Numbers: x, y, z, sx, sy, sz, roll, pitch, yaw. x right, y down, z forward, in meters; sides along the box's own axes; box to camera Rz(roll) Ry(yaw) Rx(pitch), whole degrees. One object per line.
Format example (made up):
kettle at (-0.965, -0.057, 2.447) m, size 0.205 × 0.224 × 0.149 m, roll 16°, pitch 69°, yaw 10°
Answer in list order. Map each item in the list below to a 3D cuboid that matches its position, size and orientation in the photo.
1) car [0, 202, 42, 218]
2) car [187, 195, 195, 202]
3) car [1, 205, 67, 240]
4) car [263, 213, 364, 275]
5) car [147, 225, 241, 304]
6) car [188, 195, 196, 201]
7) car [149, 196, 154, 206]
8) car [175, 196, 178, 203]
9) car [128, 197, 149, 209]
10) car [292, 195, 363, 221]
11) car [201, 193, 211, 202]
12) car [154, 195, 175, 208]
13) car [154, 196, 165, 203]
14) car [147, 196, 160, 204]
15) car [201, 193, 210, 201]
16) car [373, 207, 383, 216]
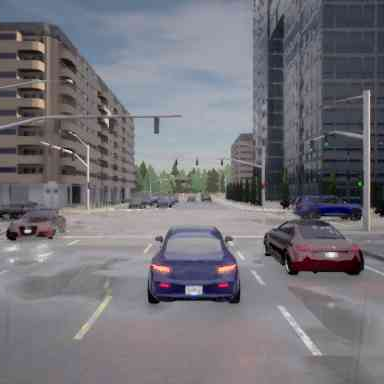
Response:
car at (-13.116, 1.575, 27.004) m, size 4.892 × 1.490 × 1.837 m, roll 0°, pitch 0°, yaw 0°
car at (-0.156, 1.599, 77.403) m, size 2.033 × 1.411 × 5.357 m, roll 0°, pitch 0°, yaw 1°
car at (-7.673, 1.576, 16.883) m, size 1.994 × 1.385 × 4.181 m, roll 0°, pitch 0°, yaw -10°
car at (3.555, 1.572, 10.468) m, size 1.994 × 1.385 × 4.181 m, roll 0°, pitch 0°, yaw 0°
car at (0.046, 1.532, 8.045) m, size 1.812 × 1.442 × 4.674 m, roll 0°, pitch 0°, yaw 0°
car at (-0.047, 1.592, 87.747) m, size 2.128 × 1.511 × 4.902 m, roll 0°, pitch 0°, yaw 1°
car at (-7.464, 1.606, 54.888) m, size 1.994 × 1.385 × 4.181 m, roll 0°, pitch 0°, yaw 2°
car at (-3.938, 1.570, 58.442) m, size 1.812 × 1.442 × 4.674 m, roll 0°, pitch 0°, yaw 1°
car at (-7.503, 1.540, 45.994) m, size 1.837 × 1.490 × 4.892 m, roll 0°, pitch 0°, yaw 1°
car at (11.036, 1.300, 26.965) m, size 5.566 × 2.045 × 2.150 m, roll 0°, pitch 0°, yaw 0°
car at (3.345, 1.414, 77.611) m, size 2.097 × 1.767 × 4.553 m, roll 0°, pitch 0°, yaw 1°
car at (-3.992, 1.389, 48.955) m, size 2.097 × 1.767 × 4.553 m, roll 0°, pitch 0°, yaw 0°
car at (-7.194, 1.552, 74.062) m, size 1.837 × 1.490 × 4.892 m, roll 0°, pitch 0°, yaw 1°
car at (-7.353, 1.526, 63.704) m, size 1.882 × 1.535 × 5.008 m, roll 0°, pitch 0°, yaw 1°
car at (3.454, 1.292, 87.774) m, size 2.150 × 2.045 × 5.566 m, roll 0°, pitch 0°, yaw 1°
car at (19.457, 1.679, 30.651) m, size 4.718 × 1.301 × 1.895 m, roll 0°, pitch 0°, yaw 0°
